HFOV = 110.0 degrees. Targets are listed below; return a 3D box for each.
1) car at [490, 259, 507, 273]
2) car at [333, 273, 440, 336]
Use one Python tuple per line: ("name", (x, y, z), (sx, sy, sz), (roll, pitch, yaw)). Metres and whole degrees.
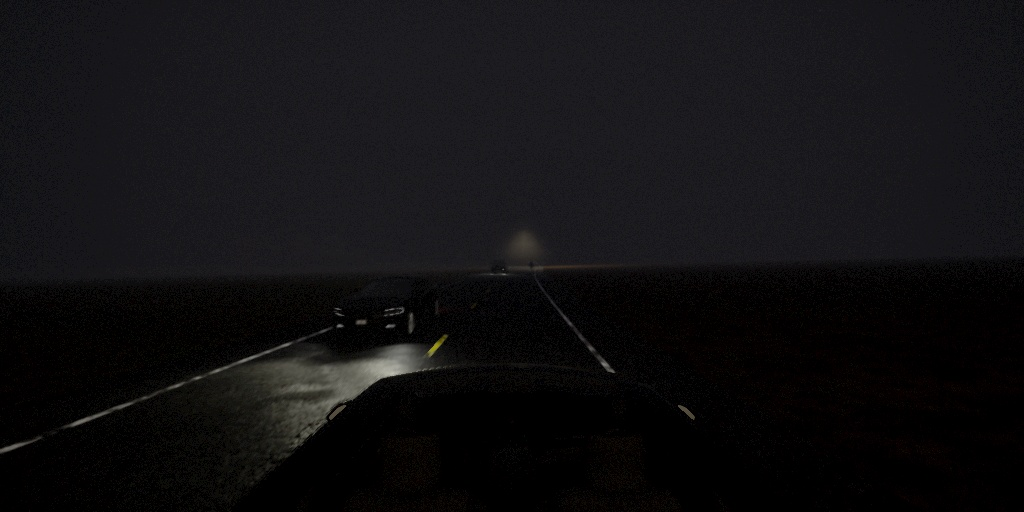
("car", (-1.941, 1.500, 53.676), (2.150, 2.045, 5.566), (0, 0, 4))
("car", (-3.536, 1.321, 10.982), (1.882, 1.535, 5.008), (0, -1, 1))
